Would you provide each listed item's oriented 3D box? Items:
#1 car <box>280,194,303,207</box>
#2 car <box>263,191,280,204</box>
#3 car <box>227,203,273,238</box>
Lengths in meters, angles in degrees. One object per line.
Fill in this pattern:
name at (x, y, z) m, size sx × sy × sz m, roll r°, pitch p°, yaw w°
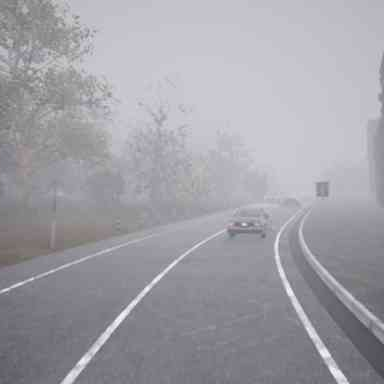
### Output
car at (12.407, 1.000, 41.079) m, size 1.812 × 1.442 × 4.674 m, roll -2°, pitch 1°, yaw 23°
car at (11.736, 0.750, 48.199) m, size 2.097 × 1.767 × 4.553 m, roll -2°, pitch 1°, yaw 23°
car at (3.209, 1.557, 17.880) m, size 2.033 × 1.411 × 5.357 m, roll -1°, pitch 0°, yaw 18°
